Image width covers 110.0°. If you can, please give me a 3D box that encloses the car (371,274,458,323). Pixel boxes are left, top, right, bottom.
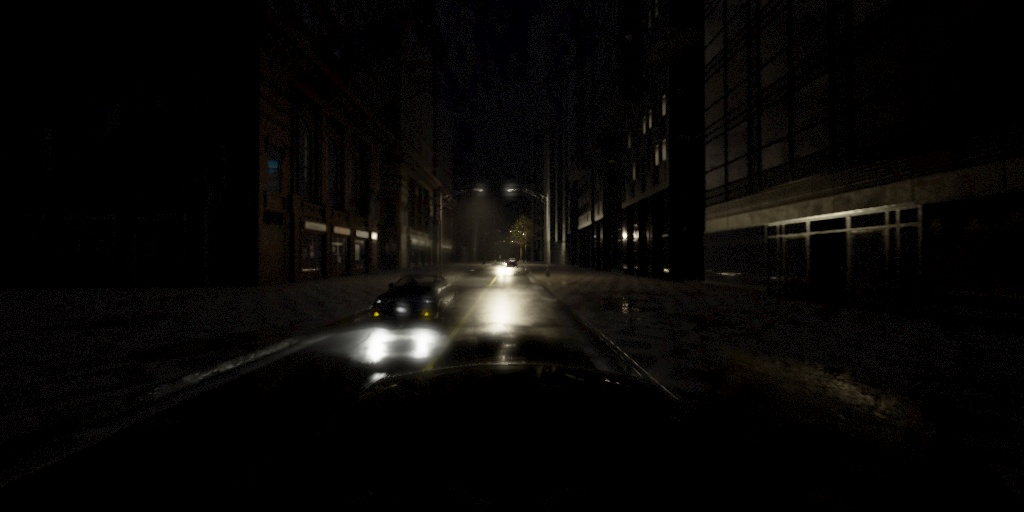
[{"bbox_3d":[-3.071,1.311,12.050,1.994,1.385,4.181,0,0,1],"label":"car"}]
